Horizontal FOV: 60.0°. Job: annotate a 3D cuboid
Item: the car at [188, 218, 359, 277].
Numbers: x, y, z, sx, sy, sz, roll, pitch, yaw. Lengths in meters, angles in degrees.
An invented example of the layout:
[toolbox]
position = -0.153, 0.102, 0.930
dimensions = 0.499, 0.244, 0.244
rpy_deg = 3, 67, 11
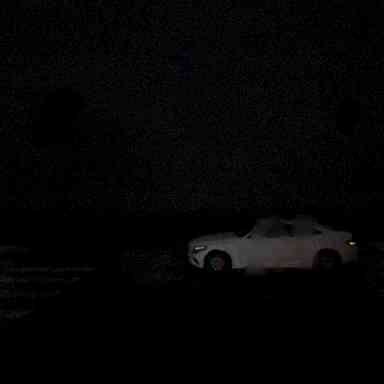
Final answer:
[car]
position = 2.227, 1.478, 9.484
dimensions = 4.674, 1.442, 1.812
rpy_deg = -1, 0, 1
